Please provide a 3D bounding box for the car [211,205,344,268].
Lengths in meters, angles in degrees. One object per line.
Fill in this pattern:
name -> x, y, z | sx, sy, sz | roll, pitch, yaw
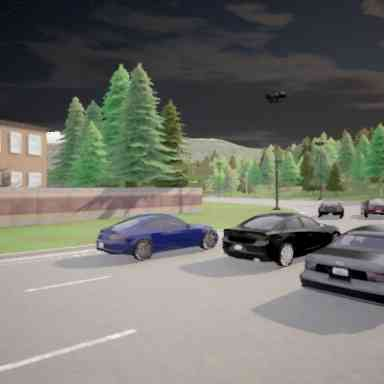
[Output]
car -> 3.184, 1.419, 11.229 | 5.008, 1.535, 1.882 | -1, 0, -41

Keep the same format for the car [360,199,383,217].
car -> 15.168, 1.304, 27.631 | 1.812, 1.442, 4.674 | 0, 0, 22

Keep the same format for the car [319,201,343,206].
car -> 11.667, 1.414, 27.902 | 1.895, 1.301, 4.718 | 0, 0, 24

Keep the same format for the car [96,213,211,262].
car -> -1.129, 1.507, 12.113 | 4.674, 1.442, 1.812 | -1, 0, -40

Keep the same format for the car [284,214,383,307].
car -> 4.613, 1.483, 7.731 | 5.357, 1.411, 2.033 | -1, 0, -41
